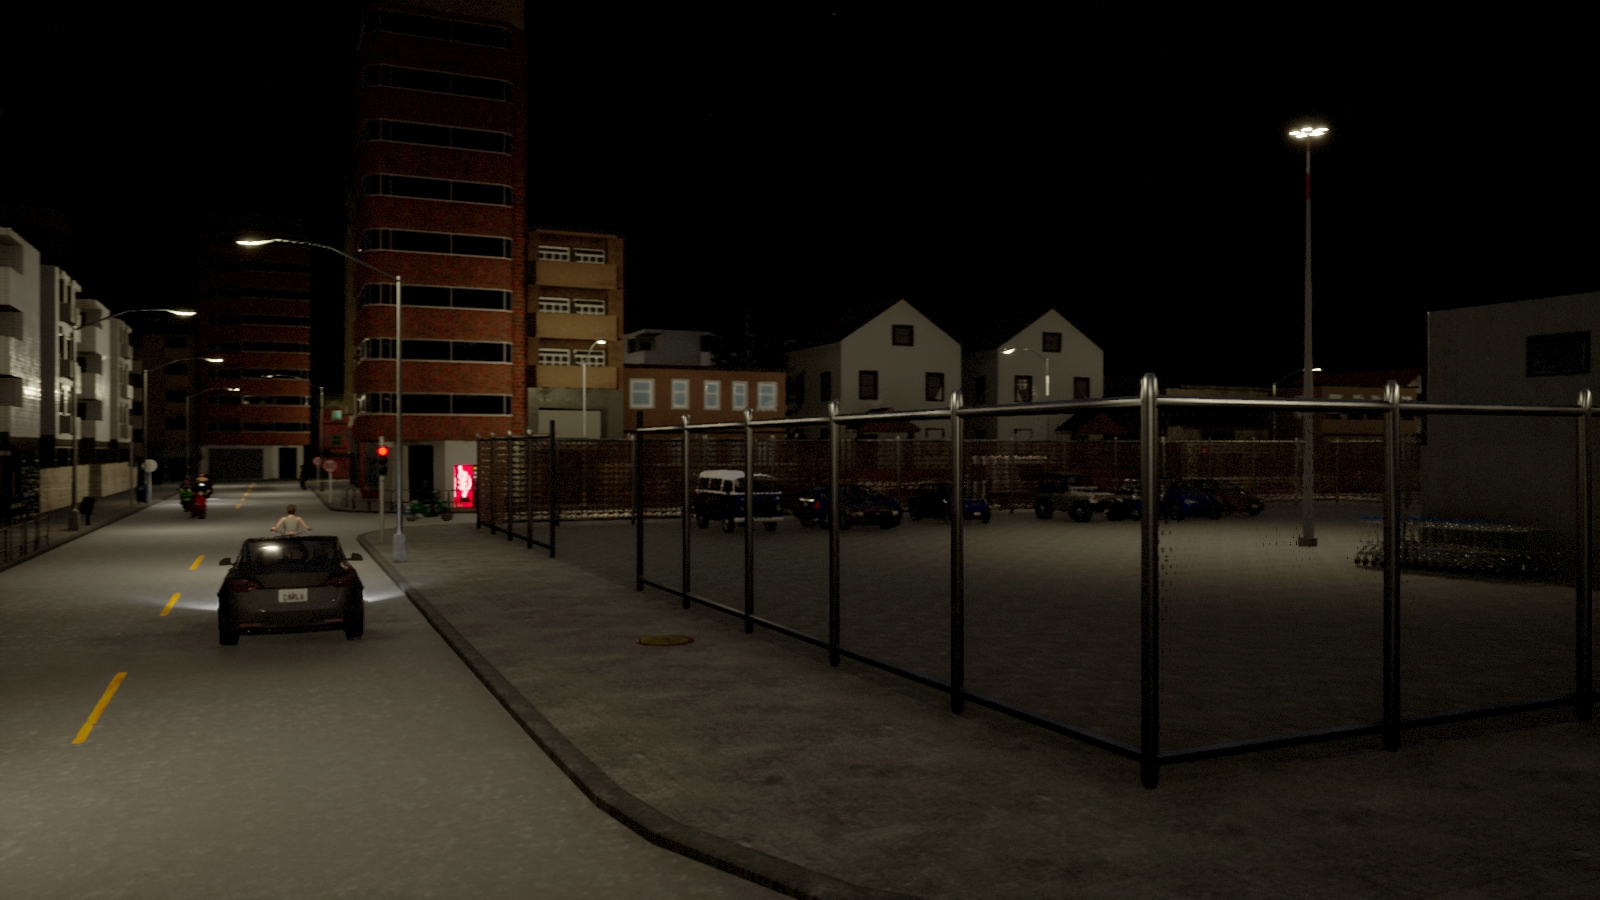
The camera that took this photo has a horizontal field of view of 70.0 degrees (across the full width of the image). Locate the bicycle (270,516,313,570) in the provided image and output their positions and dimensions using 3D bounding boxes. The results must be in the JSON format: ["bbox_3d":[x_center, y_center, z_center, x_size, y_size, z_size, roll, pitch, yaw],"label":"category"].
[{"bbox_3d":[-11.327,2.050,25.431,0.859,1.080,1.487,0,0,-25],"label":"bicycle"}]

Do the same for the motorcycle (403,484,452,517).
[{"bbox_3d":[-14.598,1.981,44.804,1.805,1.236,0.856,0,-2,-17],"label":"motorcycle"}]

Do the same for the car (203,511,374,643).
[{"bbox_3d":[-8.034,1.853,18.014,2.163,1.488,4.792,0,0,-24],"label":"car"}]
